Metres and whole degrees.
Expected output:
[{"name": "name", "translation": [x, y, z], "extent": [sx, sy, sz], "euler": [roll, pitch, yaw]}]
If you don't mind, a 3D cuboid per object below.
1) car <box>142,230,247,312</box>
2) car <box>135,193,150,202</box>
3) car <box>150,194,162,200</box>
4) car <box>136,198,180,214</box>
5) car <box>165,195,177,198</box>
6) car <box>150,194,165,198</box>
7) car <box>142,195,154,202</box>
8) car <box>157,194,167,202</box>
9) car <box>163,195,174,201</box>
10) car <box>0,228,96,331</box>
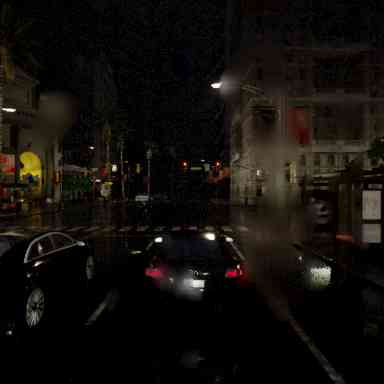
[{"name": "car", "translation": [0.052, 1.564, 7.790], "extent": [1.994, 1.385, 4.181], "euler": [0, 0, 0]}, {"name": "car", "translation": [-10.613, 1.225, 70.677], "extent": [2.150, 2.045, 5.566], "euler": [0, 0, 0]}, {"name": "car", "translation": [-9.746, 1.355, 90.868], "extent": [2.097, 1.767, 4.553], "euler": [0, 0, 10]}, {"name": "car", "translation": [-3.499, 1.601, 36.270], "extent": [1.895, 1.301, 4.718], "euler": [0, 0, 36]}, {"name": "car", "translation": [-3.532, 1.477, 62.539], "extent": [1.882, 1.535, 5.008], "euler": [0, 0, 0]}, {"name": "car", "translation": [-7.112, 1.553, 69.873], "extent": [1.994, 1.385, 4.181], "euler": [0, 0, 0]}, {"name": "car", "translation": [-10.626, 1.540, 80.693], "extent": [2.033, 1.411, 5.357], "euler": [0, 0, 0]}, {"name": "car", "translation": [-7.125, 1.355, 80.056], "extent": [2.097, 1.767, 4.553], "euler": [0, 0, 0]}, {"name": "car", "translation": [-6.312, 1.524, 90.185], "extent": [1.812, 1.442, 4.674], "euler": [0, 0, 10]}, {"name": "car", "translation": [-3.453, 1.492, 6.855], "extent": [2.128, 1.511, 4.902], "euler": [0, 0, 0]}]
